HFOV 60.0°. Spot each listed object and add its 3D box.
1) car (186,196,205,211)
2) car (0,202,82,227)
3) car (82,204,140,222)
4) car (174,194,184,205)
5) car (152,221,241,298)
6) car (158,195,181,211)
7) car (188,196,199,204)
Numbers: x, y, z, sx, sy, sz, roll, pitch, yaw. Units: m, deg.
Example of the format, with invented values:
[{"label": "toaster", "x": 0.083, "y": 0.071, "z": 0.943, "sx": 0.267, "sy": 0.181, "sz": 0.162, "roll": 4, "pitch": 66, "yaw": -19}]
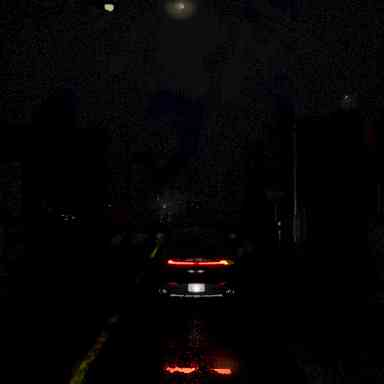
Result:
[{"label": "car", "x": 0.415, "y": 1.496, "z": 40.018, "sx": 1.812, "sy": 1.442, "sz": 4.674, "roll": -1, "pitch": 0, "yaw": -6}, {"label": "car", "x": -10.069, "y": 1.433, "z": 21.668, "sx": 4.892, "sy": 1.490, "sz": 1.837, "roll": 0, "pitch": -2, "yaw": 6}, {"label": "car", "x": -6.352, "y": 1.586, "z": 25.268, "sx": 4.718, "sy": 1.301, "sz": 1.895, "roll": 0, "pitch": -1, "yaw": -1}, {"label": "car", "x": -2.610, "y": 1.499, "z": 53.621, "sx": 2.033, "sy": 1.411, "sz": 5.357, "roll": 0, "pitch": 0, "yaw": 1}, {"label": "car", "x": 0.103, "y": 1.504, "z": 8.512, "sx": 1.837, "sy": 1.490, "sz": 4.892, "roll": 0, "pitch": 0, "yaw": 0}, {"label": "car", "x": -2.962, "y": 1.461, "z": 40.624, "sx": 2.128, "sy": 1.511, "sz": 4.902, "roll": 0, "pitch": 0, "yaw": 5}, {"label": "car", "x": 0.298, "y": 1.488, "z": 62.265, "sx": 2.033, "sy": 1.411, "sz": 5.357, "roll": 0, "pitch": 0, "yaw": 0}]
